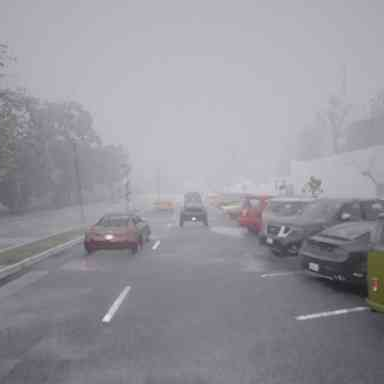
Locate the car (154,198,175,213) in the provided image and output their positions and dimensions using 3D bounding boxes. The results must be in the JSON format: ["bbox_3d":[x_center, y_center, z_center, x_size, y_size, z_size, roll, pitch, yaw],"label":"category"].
[{"bbox_3d":[-2.886,1.334,35.584,1.882,1.535,5.008,0,1,0],"label":"car"}]

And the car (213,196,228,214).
[{"bbox_3d":[4.909,1.402,29.285,5.366,1.575,1.946,1,1,-20],"label":"car"}]

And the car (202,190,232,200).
[{"bbox_3d":[5.125,0.637,68.147,5.566,2.045,2.435,1,0,-20],"label":"car"}]

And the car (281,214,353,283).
[{"bbox_3d":[5.067,1.479,8.465,4.892,1.521,2.231,1,0,-20],"label":"car"}]

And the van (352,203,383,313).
[{"bbox_3d":[5.184,1.258,5.525,4.442,1.987,1.878,1,0,-20],"label":"van"}]

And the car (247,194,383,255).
[{"bbox_3d":[5.053,1.223,11.433,5.566,2.045,2.435,1,0,-20],"label":"car"}]

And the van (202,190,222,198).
[{"bbox_3d":[4.996,0.514,83.001,4.442,1.987,1.878,1,1,-20],"label":"van"}]

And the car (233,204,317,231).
[{"bbox_3d":[5.074,1.496,20.401,4.674,1.452,2.002,1,0,-20],"label":"car"}]

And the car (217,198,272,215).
[{"bbox_3d":[5.109,1.413,32.355,4.792,1.488,2.163,1,0,-20],"label":"car"}]

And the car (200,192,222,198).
[{"bbox_3d":[4.930,0.708,85.962,5.366,1.575,1.946,1,1,-20],"label":"car"}]

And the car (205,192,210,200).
[{"bbox_3d":[4.914,1.180,47.195,5.366,1.575,1.946,0,1,-20],"label":"car"}]

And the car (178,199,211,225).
[{"bbox_3d":[0.110,1.458,23.647,1.837,1.490,4.892,0,0,0],"label":"car"}]

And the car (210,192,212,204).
[{"bbox_3d":[5.058,1.150,41.284,4.553,1.767,2.185,0,1,-20],"label":"car"}]

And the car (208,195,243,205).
[{"bbox_3d":[5.116,1.166,50.257,4.792,1.488,2.163,0,1,-20],"label":"car"}]

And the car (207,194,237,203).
[{"bbox_3d":[5.087,1.084,56.210,4.674,1.452,2.002,0,1,-20],"label":"car"}]

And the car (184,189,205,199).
[{"bbox_3d":[0.117,0.990,42.355,2.150,2.045,5.566,0,1,0],"label":"car"}]

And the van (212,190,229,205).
[{"bbox_3d":[4.980,1.090,38.256,4.442,1.987,1.878,0,1,-20],"label":"van"}]

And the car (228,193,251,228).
[{"bbox_3d":[5.106,1.215,17.429,5.566,2.045,2.435,1,0,-20],"label":"car"}]

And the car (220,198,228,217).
[{"bbox_3d":[5.053,1.458,26.358,4.792,1.488,2.163,1,1,-20],"label":"car"}]

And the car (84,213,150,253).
[{"bbox_3d":[-2.895,1.546,13.635,1.994,1.385,4.181,0,0,0],"label":"car"}]

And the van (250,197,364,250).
[{"bbox_3d":[4.971,1.244,14.386,4.442,1.987,1.878,1,0,-20],"label":"van"}]
